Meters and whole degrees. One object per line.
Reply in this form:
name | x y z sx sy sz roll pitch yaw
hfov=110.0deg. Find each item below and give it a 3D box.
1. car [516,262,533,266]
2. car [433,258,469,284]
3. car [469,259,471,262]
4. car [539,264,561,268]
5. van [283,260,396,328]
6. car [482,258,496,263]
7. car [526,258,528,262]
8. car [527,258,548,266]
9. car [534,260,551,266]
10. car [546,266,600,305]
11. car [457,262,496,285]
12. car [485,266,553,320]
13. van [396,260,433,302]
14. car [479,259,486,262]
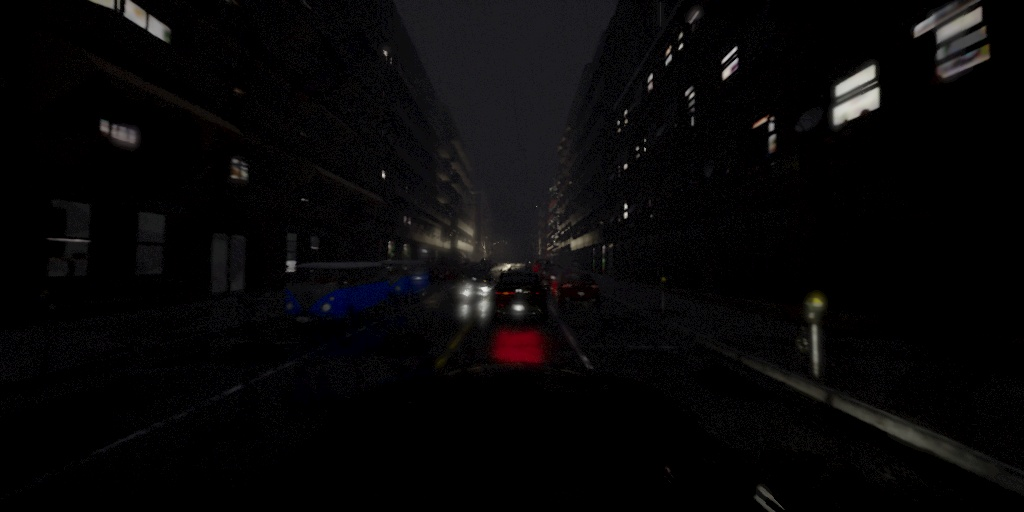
car | 0.524 1.441 30.042 1.895 1.301 4.718 0 0 1
car | -4.935 1.103 27.635 2.192 1.841 5.009 0 0 1
car | -4.845 1.124 33.164 2.192 1.841 5.009 0 0 1
car | 2.856 1.375 21.916 1.888 1.381 4.507 0 0 1
van | -5.204 1.072 11.046 1.690 1.789 3.998 0 0 1
car | -4.398 1.256 60.811 2.192 1.841 5.009 0 0 1
car | 3.269 1.384 49.568 1.967 1.591 4.097 0 0 1
car | 3.090 1.208 38.507 2.192 1.841 5.009 0 0 1
car | 2.953 1.290 27.447 1.967 1.591 4.097 0 0 1
car | 2.766 1.356 16.387 1.888 1.381 4.507 0 0 1
car | -2.473 1.366 26.000 1.994 1.385 4.181 0 0 1
car | 0.247 1.285 12.911 1.837 1.490 4.892 0 0 1
van | -5.114 1.090 16.577 1.690 1.789 3.998 0 0 1
car | -4.666 1.422 44.225 1.948 1.339 4.313 0 0 1
